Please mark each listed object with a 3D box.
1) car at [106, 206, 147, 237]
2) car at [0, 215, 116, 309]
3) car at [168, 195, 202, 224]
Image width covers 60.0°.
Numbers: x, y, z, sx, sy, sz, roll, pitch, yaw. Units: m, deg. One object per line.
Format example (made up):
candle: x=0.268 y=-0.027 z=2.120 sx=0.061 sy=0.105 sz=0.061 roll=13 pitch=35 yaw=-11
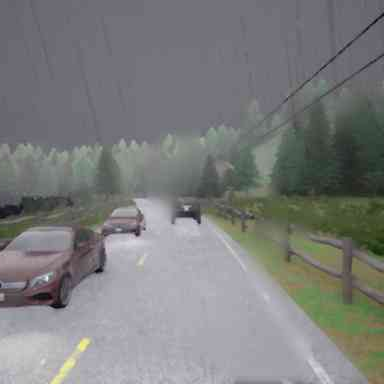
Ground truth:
car: x=-3.547 y=1.527 z=18.107 sx=1.812 sy=1.442 sz=4.674 roll=0 pitch=0 yaw=-2
car: x=-3.343 y=1.526 z=7.984 sx=1.812 sy=1.442 sz=4.674 roll=0 pitch=0 yaw=0
car: x=-0.514 y=1.223 z=25.124 sx=2.150 sy=2.045 sz=5.566 roll=0 pitch=0 yaw=-3
